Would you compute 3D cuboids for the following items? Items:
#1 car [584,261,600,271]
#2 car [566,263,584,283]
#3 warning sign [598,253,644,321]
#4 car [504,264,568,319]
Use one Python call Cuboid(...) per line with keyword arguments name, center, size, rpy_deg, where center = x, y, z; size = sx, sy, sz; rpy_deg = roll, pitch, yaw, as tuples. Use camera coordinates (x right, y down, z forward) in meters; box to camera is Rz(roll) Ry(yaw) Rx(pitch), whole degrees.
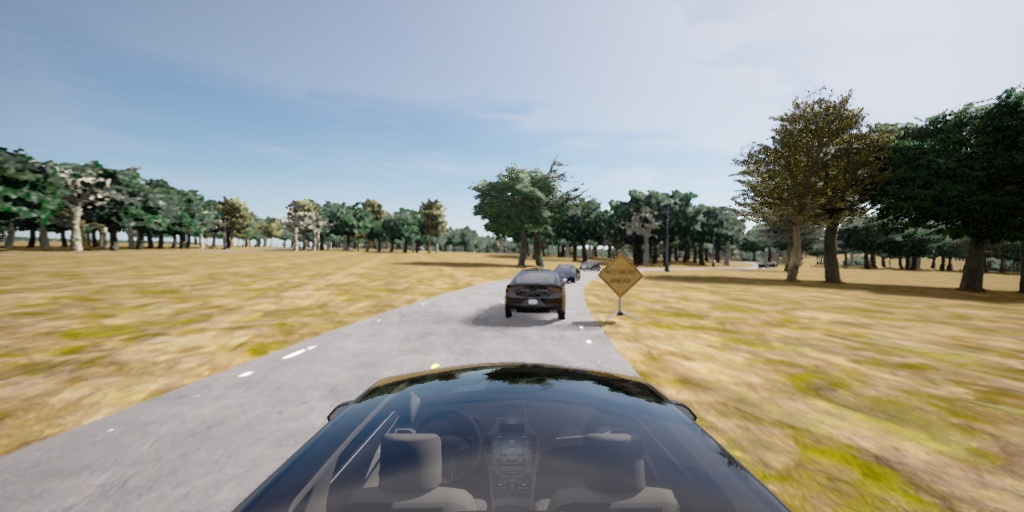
Cuboid(name="car", center=(11.349, 1.423, 52.272), size=(2.128, 1.511, 4.902), rpy_deg=(1, 0, 31))
Cuboid(name="car", center=(4.346, 1.335, 28.702), size=(1.994, 1.385, 4.181), rpy_deg=(0, 0, 17))
Cuboid(name="warning sign", center=(3.135, 0.849, 10.468), size=(1.300, 1.860, 1.060), rpy_deg=(0, 0, 6))
Cuboid(name="car", center=(0.940, 1.197, 12.807), size=(1.882, 1.535, 5.008), rpy_deg=(0, -1, 8))
